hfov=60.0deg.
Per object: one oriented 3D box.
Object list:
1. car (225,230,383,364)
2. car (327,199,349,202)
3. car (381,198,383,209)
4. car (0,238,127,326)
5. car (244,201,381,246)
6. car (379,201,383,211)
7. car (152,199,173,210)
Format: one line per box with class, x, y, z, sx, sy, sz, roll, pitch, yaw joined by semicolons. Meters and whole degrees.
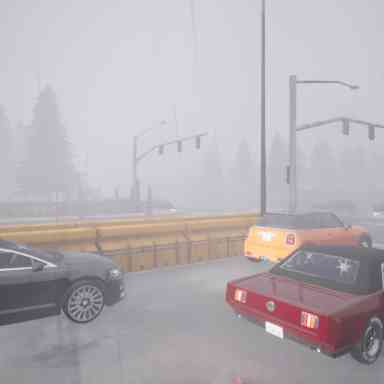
car;2.937;1.601;5.848;4.718;1.301;1.895;0;0;-36
car;17.090;1.547;39.692;5.357;1.411;2.033;0;0;-14
car;27.930;1.526;45.468;4.674;1.442;1.812;0;0;-35
car;-3.528;1.492;5.522;4.902;1.511;2.128;0;0;-36
car;3.885;1.352;10.829;4.553;1.767;2.097;0;0;-36
car;21.953;1.565;36.893;4.181;1.385;1.994;0;0;-36
car;-4.243;1.564;43.989;1.994;1.385;4.181;0;0;-36
